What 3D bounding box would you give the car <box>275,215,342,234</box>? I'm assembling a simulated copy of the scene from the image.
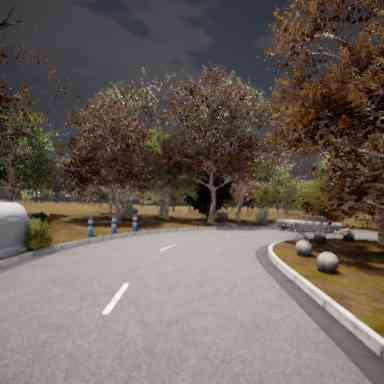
[{"bbox_3d":[8.906,2.433,25.658,4.718,1.301,1.895,3,-2,-11],"label":"car"}]
